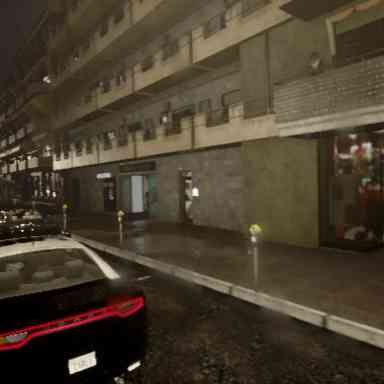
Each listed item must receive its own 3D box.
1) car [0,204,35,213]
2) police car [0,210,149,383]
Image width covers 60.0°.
[{"bbox_3d":[-7.130,1.370,13.687,2.008,1.369,4.403,-3,2,-38],"label":"car"},{"bbox_3d":[-2.610,1.348,5.073,1.930,1.638,5.238,-3,2,-38],"label":"police car"}]
